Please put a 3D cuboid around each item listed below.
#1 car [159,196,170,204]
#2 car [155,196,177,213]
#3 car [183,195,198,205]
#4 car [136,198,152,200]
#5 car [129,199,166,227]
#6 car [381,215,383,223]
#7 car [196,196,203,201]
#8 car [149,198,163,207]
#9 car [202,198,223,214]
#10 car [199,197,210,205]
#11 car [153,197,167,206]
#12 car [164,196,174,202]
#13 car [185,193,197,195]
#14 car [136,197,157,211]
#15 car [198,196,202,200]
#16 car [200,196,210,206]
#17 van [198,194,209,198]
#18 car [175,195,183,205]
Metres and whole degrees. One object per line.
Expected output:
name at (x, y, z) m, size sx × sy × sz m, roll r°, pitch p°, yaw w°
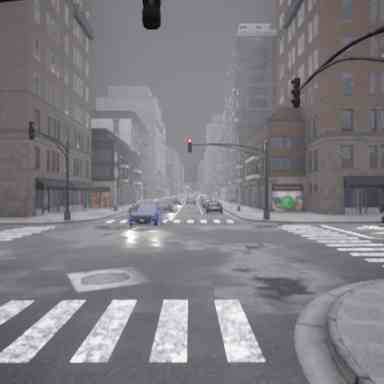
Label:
car at (-5.600, 1.578, 69.287) m, size 1.967 × 1.590 × 4.097 m, roll 0°, pitch 0°, yaw 0°
car at (-3.120, 1.562, 38.440) m, size 1.837 × 1.490 × 4.892 m, roll 0°, pitch 0°, yaw 0°
car at (-0.222, 1.685, 63.774) m, size 1.994 × 1.385 × 4.181 m, roll 0°, pitch 0°, yaw 0°
car at (-5.663, 1.494, 36.223) m, size 1.967 × 1.590 × 4.097 m, roll 0°, pitch 0°, yaw 0°
car at (-3.112, 1.505, 23.089) m, size 1.882 × 1.535 × 5.008 m, roll 0°, pitch 0°, yaw 0°
car at (14.198, 1.519, 20.721) m, size 4.181 × 1.385 × 1.994 m, roll 0°, pitch 0°, yaw 0°
car at (2.055, 1.732, 90.176) m, size 1.812 × 1.442 × 4.674 m, roll 0°, pitch 0°, yaw 0°
car at (-5.631, 1.672, 52.755) m, size 1.802 × 1.307 × 4.206 m, roll 0°, pitch 0°, yaw 0°
car at (2.362, 1.620, 36.207) m, size 1.947 × 1.339 × 4.313 m, roll 0°, pitch 0°, yaw 0°
car at (2.414, 1.671, 63.761) m, size 2.008 × 1.369 × 4.403 m, roll 0°, pitch 0°, yaw 0°
car at (-5.621, 1.656, 58.265) m, size 2.008 × 1.369 × 4.403 m, roll 0°, pitch 0°, yaw 0°
car at (-5.579, 1.724, 80.308) m, size 2.008 × 1.369 × 4.403 m, roll 0°, pitch 0°, yaw 0°
car at (-0.203, 1.509, 73.777) m, size 1.812 × 1.442 × 4.674 m, roll 0°, pitch 0°, yaw 0°
car at (-5.653, 1.505, 41.734) m, size 1.967 × 1.590 × 4.097 m, roll 0°, pitch 0°, yaw 0°
car at (2.393, 1.656, 52.740) m, size 1.947 × 1.339 × 4.313 m, roll 0°, pitch 0°, yaw 0°
car at (2.383, 1.659, 47.229) m, size 1.802 × 1.307 × 4.206 m, roll 0°, pitch 0°, yaw 0°
van at (2.404, 1.446, 58.251) m, size 1.690 × 1.788 × 3.998 m, roll 0°, pitch 0°, yaw 0°
car at (-3.044, 1.712, 60.351) m, size 1.895 × 1.301 × 4.718 m, roll 0°, pitch 0°, yaw 1°
